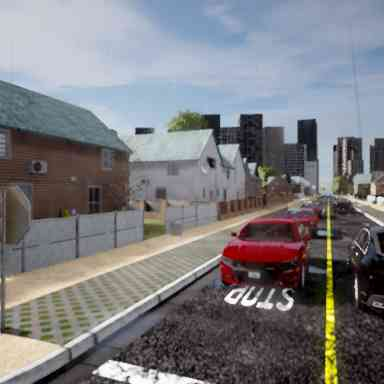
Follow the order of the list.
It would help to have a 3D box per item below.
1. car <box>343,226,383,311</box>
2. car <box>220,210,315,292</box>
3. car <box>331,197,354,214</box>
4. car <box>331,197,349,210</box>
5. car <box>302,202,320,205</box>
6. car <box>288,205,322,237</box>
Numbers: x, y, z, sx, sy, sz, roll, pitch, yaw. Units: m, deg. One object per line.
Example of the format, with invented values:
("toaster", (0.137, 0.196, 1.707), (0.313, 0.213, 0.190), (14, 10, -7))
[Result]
("car", (4.534, 1.500, 7.352), (1.837, 1.490, 4.892), (0, 0, 22))
("car", (2.254, 1.477, 9.305), (1.882, 1.535, 5.008), (0, 0, 22))
("car", (15.905, 1.474, 34.987), (2.128, 1.511, 4.902), (0, 0, 23))
("car", (19.797, 1.470, 44.597), (2.128, 1.511, 4.902), (0, 0, 22))
("car", (10.408, 1.590, 29.165), (1.895, 1.301, 4.718), (0, 0, 22))
("car", (5.912, 1.595, 18.220), (1.895, 1.301, 4.718), (0, 0, 22))
